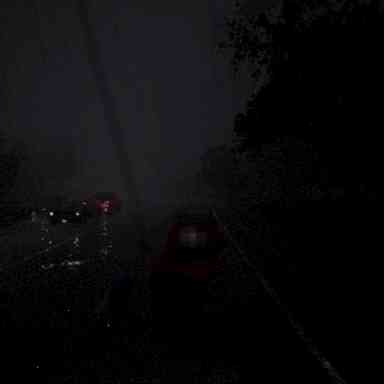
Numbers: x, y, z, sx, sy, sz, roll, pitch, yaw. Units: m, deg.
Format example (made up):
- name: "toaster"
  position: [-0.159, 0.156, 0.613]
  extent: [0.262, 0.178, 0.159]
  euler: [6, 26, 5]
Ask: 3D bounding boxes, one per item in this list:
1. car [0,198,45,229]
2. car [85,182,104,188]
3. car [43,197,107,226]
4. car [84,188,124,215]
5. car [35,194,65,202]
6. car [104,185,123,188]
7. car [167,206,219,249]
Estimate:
- name: "car"
  position: [-10.483, 1.234, 18.829]
  extent: [1.895, 1.301, 4.718]
  euler: [1, 1, 0]
- name: "car"
  position: [-24.013, -1.024, 83.979]
  extent: [5.357, 1.411, 2.033]
  euler: [3, 1, 40]
- name: "car"
  position: [-6.957, 1.214, 20.348]
  extent: [1.895, 1.301, 4.718]
  euler: [1, 2, 1]
- name: "car"
  position: [-6.963, 0.804, 25.960]
  extent: [2.097, 1.767, 4.553]
  euler: [1, 2, 1]
- name: "car"
  position: [-10.487, 0.980, 24.085]
  extent: [1.837, 1.490, 4.892]
  euler: [1, 3, 1]
- name: "car"
  position: [-19.366, -1.010, 84.449]
  extent: [4.553, 1.767, 2.097]
  euler: [3, 1, 40]
- name: "car"
  position: [0.035, 1.322, 13.902]
  extent: [1.882, 1.535, 5.008]
  euler: [1, 1, 0]
